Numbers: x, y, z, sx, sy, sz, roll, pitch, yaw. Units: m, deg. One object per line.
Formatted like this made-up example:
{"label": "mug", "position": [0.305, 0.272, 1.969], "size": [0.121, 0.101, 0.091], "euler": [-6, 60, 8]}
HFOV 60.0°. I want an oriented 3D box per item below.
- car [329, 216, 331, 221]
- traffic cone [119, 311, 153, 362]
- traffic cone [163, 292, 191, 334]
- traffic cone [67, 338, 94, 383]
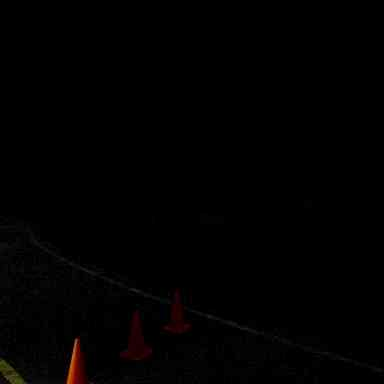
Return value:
{"label": "car", "position": [35.609, 6.632, 82.738], "size": [1.851, 1.617, 3.988], "euler": [-4, -3, 4]}
{"label": "traffic cone", "position": [-0.764, 1.938, 4.590], "size": [0.340, 0.580, 0.340], "euler": [1, 1, 31]}
{"label": "traffic cone", "position": [-0.245, 1.931, 5.441], "size": [0.340, 0.580, 0.340], "euler": [1, 1, 31]}
{"label": "traffic cone", "position": [-1.284, 1.945, 3.740], "size": [0.340, 0.580, 0.340], "euler": [1, 1, 31]}
